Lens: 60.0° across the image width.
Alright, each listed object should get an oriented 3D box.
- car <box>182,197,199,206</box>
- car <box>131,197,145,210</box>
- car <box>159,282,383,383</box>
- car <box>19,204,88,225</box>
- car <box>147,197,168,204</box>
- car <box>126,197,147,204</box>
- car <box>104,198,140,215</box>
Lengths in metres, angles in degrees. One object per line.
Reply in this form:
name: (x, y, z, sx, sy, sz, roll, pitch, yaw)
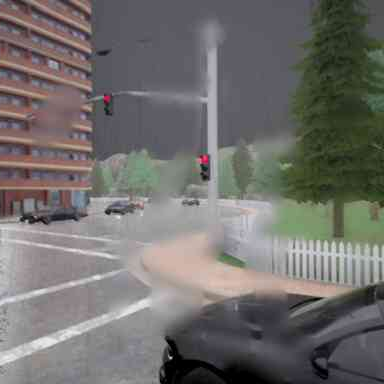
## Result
car: (-0.289, 1.670, 57.625, 1.812, 1.442, 4.674, 0, 0, -23)
car: (-7.772, 1.491, 45.468, 2.097, 1.767, 4.553, 0, 0, -11)
car: (1.961, 1.476, 2.596, 5.008, 1.535, 1.882, 0, 0, 36)
car: (-10.300, 1.630, 25.353, 2.033, 1.411, 5.357, 0, 0, 24)
car: (-7.164, 1.765, 69.064, 2.033, 1.411, 5.357, 0, 0, -42)
car: (-11.450, 1.763, 68.509, 4.674, 1.442, 1.812, 0, 0, 44)
car: (-7.476, 1.650, 35.171, 2.033, 1.411, 5.357, 0, 0, 7)
